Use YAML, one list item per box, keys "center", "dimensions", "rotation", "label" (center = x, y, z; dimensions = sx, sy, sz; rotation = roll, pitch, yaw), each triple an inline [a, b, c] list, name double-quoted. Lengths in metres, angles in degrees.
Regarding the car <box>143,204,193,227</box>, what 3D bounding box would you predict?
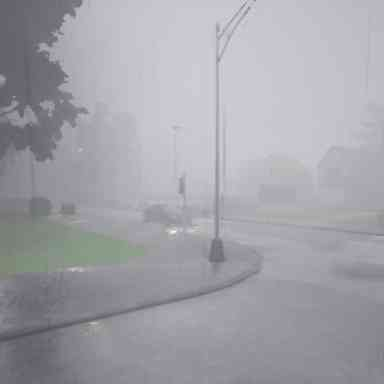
- center: [-1.829, 1.580, 23.432]
  dimensions: [1.812, 1.442, 4.674]
  rotation: [0, 0, -36]
  label: "car"
